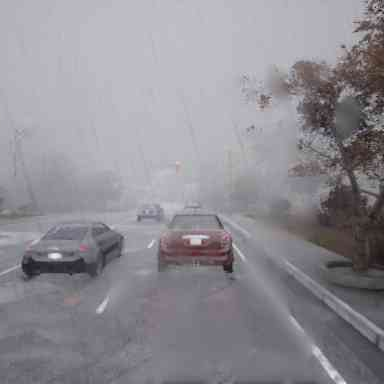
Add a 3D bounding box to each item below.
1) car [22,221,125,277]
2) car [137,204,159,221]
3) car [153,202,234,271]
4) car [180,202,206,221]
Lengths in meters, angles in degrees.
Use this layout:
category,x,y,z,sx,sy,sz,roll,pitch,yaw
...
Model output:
category,x,y,z,sx,sy,sz,roll,pitch,yaw
car,-3.400,1.563,10.276,1.994,1.385,4.181,0,0,0
car,-3.397,1.671,27.884,2.033,1.411,5.357,0,-1,0
car,0.101,1.350,11.003,2.097,1.767,4.553,0,0,0
car,0.103,1.650,29.334,2.128,1.511,4.902,0,-1,0
